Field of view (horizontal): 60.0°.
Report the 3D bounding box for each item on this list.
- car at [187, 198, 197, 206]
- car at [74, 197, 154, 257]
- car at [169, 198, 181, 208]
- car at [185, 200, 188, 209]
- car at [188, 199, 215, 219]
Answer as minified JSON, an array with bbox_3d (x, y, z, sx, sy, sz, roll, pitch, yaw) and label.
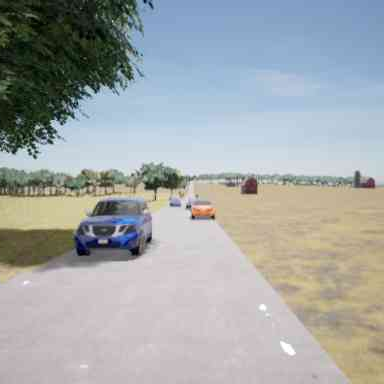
[{"bbox_3d":[-0.003,2.018,66.886,2.033,1.411,5.357,0,-1,0],"label":"car"},{"bbox_3d":[-2.851,1.237,13.415,2.150,2.045,5.566,0,0,0],"label":"car"},{"bbox_3d":[-2.801,1.813,56.280,1.882,1.535,5.008,0,-1,1],"label":"car"},{"bbox_3d":[0.002,1.867,49.654,1.895,1.301,4.718,0,-1,0],"label":"car"},{"bbox_3d":[0.961,1.464,30.291,2.097,1.767,4.553,0,0,0],"label":"car"}]
